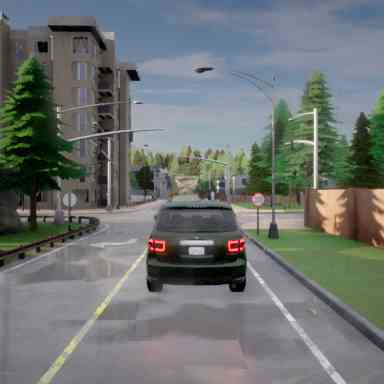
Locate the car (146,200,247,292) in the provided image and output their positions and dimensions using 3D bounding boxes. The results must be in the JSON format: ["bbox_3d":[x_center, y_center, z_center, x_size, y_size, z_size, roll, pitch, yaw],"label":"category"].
[{"bbox_3d":[0.095,1.221,9.060,2.150,2.045,5.566,0,0,0],"label":"car"}]
